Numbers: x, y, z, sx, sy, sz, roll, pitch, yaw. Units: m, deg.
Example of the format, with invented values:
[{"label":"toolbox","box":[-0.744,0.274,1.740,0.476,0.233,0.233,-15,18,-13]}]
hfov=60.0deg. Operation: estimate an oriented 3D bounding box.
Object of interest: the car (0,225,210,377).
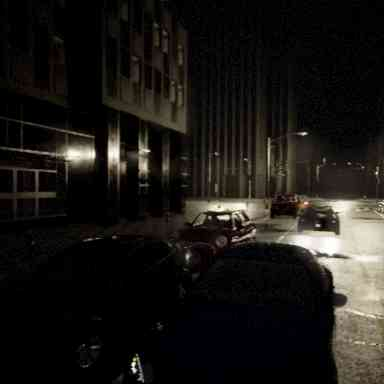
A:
[{"label":"car","box":[-1.420,1.485,5.666,1.947,1.339,4.313,1,1,23]}]

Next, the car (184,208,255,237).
[{"label":"car","box":[0.808,1.321,10.805,1.967,1.590,4.097,1,1,23]}]

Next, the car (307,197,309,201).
[{"label":"car","box":[9.648,1.257,31.211,1.752,1.417,4.829,1,1,23]}]

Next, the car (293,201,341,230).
[{"label":"car","box":[6.864,1.420,17.815,1.994,1.385,4.181,1,1,24]}]

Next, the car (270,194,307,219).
[{"label":"car","box":[7.490,1.083,26.225,2.192,1.841,5.009,1,1,23]}]

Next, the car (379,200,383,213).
[{"label":"car","box":[17.540,1.152,27.978,2.192,1.841,5.009,1,1,23]}]

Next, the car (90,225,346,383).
[{"label":"car","box":[0.955,1.479,4.440,1.812,1.442,4.674,1,1,23]}]
